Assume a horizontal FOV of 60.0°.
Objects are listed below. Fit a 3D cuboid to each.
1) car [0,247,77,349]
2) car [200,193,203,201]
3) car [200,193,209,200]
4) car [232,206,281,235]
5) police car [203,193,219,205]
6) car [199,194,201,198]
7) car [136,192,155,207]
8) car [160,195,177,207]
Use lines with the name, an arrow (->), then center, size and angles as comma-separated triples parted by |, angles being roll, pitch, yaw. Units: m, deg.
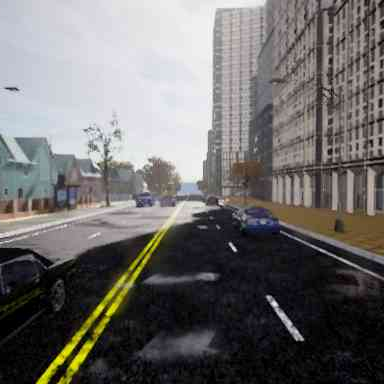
car -> -3.350, 1.579, 4.764 | 1.895, 1.301, 4.718 | 0, 0, 0
car -> 3.242, 1.297, 64.510 | 2.163, 1.488, 4.792 | 0, 0, 0
car -> 3.240, 1.186, 86.489 | 2.033, 1.649, 4.856 | 0, 0, 0
car -> 3.348, 1.473, 18.151 | 2.033, 1.411, 5.357 | 0, 0, 0
police car -> 3.244, 1.245, 53.586 | 1.930, 1.638, 5.238 | 0, 0, 0
car -> 3.241, 1.336, 75.485 | 1.994, 1.385, 4.181 | 0, 0, 0
car -> -6.584, 1.055, 47.703 | 2.150, 2.045, 5.566 | 0, 0, 0
car -> -3.332, 1.187, 47.396 | 2.097, 1.767, 4.553 | 0, 0, 0
